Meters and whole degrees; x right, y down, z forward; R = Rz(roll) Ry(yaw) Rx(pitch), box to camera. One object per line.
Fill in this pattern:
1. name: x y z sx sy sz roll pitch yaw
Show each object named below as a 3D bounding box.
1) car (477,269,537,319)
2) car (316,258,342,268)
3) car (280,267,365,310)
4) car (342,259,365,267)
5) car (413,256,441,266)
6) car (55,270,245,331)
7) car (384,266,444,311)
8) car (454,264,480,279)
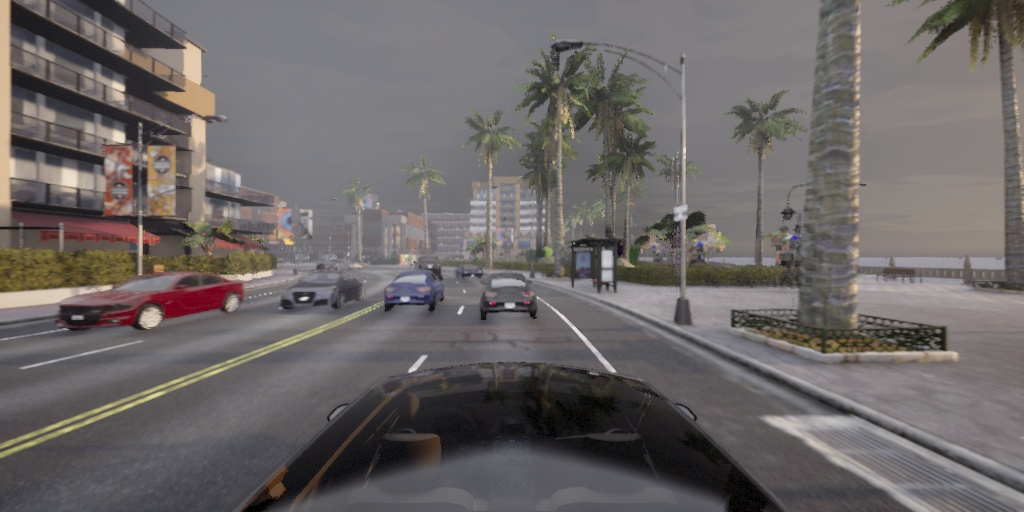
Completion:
1. car: -0.201 1.299 12.897 1.812 1.442 4.674 0 0 -4
2. car: -26.144 1.415 50.664 1.994 1.385 4.181 0 0 -44
3. car: -7.614 1.341 14.810 1.994 1.385 4.181 0 0 -5
4. car: -24.109 1.458 53.721 1.895 1.301 4.718 0 0 -44
5. car: -7.996 1.038 33.698 2.150 2.045 5.566 0 0 -19
6. car: -10.825 1.247 11.306 1.882 1.535 5.008 0 0 -3
7. car: -3.831 1.302 14.512 1.812 1.442 4.674 0 0 -5
8. car: -4.103 1.417 33.103 1.895 1.301 4.718 0 0 -18
